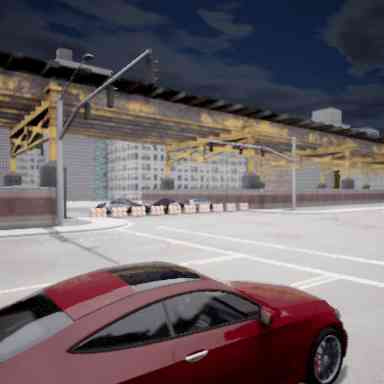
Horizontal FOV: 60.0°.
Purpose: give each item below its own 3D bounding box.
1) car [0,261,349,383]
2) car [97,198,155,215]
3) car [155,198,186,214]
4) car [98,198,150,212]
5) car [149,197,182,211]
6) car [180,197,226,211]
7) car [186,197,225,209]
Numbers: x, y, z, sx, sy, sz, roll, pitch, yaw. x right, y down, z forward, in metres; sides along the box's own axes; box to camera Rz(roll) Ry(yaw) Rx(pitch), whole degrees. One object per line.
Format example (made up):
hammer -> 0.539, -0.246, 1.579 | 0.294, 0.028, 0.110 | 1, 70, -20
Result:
car -> -0.235, 1.518, 3.604 | 4.674, 1.442, 1.812 | 0, 0, -35
car -> -6.423, 1.397, 31.772 | 4.974, 1.542, 2.038 | 0, 0, 8
car -> -2.680, 1.378, 34.460 | 2.038, 1.542, 4.974 | 0, 0, 18
car -> -6.475, 1.240, 31.778 | 4.536, 1.218, 1.853 | 0, 0, 8
car -> -2.665, 1.221, 34.509 | 1.853, 1.218, 4.536 | 0, 0, 18
car -> 1.227, 1.356, 38.223 | 4.974, 1.542, 2.038 | 0, 0, -7
car -> 1.175, 1.199, 38.216 | 4.536, 1.218, 1.853 | 0, 0, -7
